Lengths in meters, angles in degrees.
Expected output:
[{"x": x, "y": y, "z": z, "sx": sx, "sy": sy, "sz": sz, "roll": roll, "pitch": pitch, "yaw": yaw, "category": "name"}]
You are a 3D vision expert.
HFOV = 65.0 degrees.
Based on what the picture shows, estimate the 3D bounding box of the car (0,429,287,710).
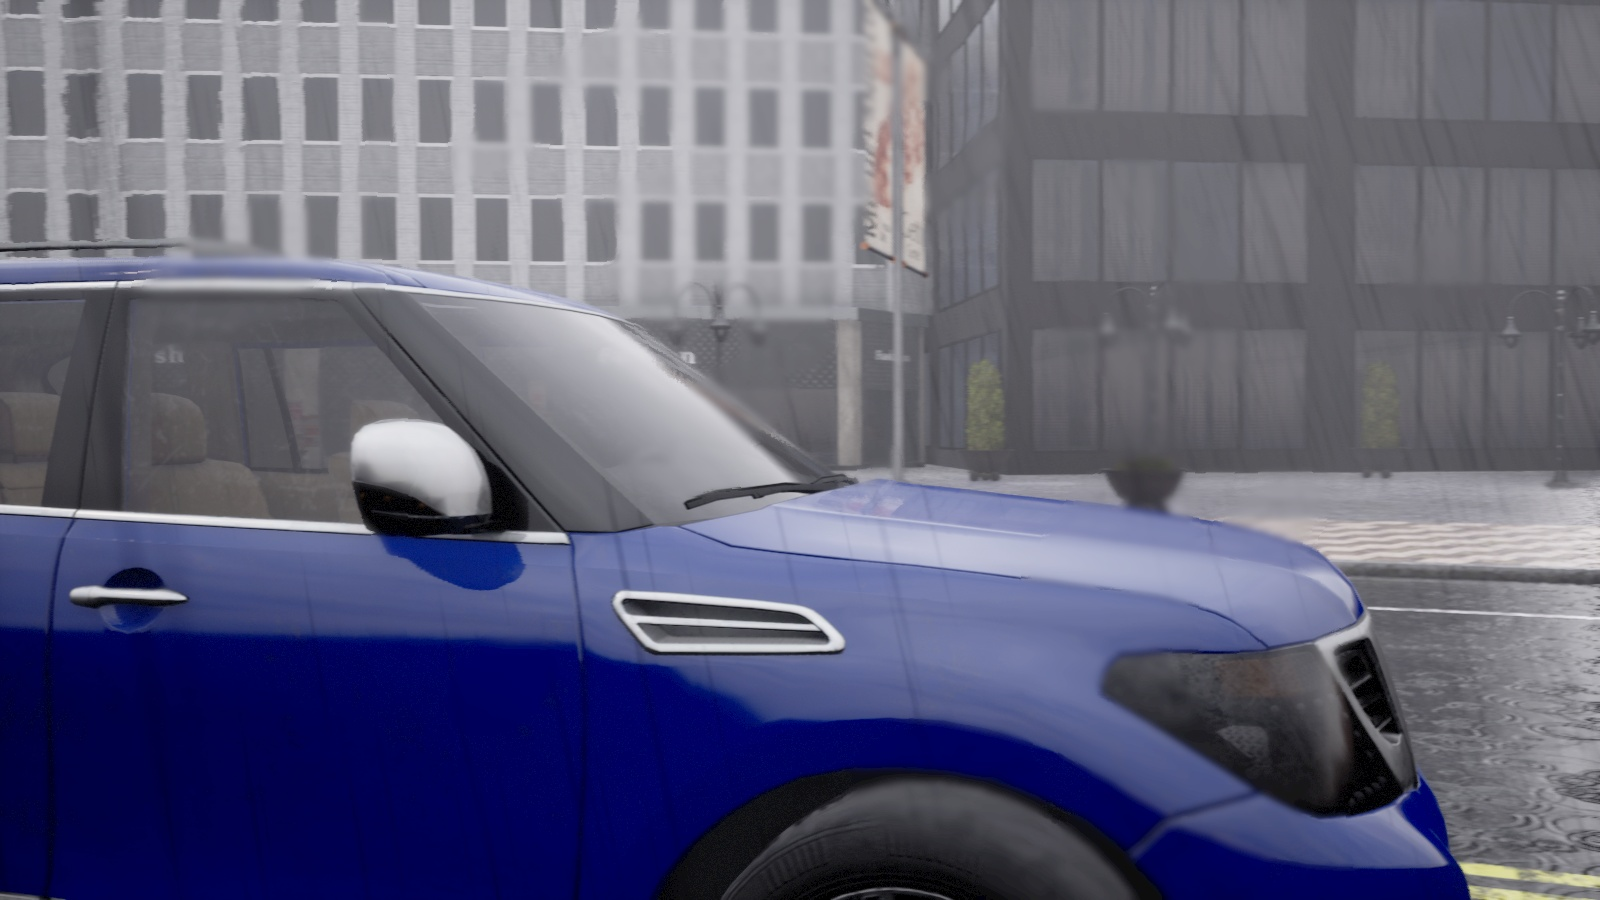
[{"x": -6.225, "y": 0.619, "z": 8.246, "sx": 4.902, "sy": 1.511, "sz": 2.128, "roll": 0, "pitch": 1, "yaw": 10, "category": "car"}]

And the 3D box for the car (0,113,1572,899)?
[{"x": -1.271, "y": 0.478, "z": 3.639, "sx": 5.566, "sy": 2.045, "sz": 2.150, "roll": 0, "pitch": 1, "yaw": 14, "category": "car"}]
